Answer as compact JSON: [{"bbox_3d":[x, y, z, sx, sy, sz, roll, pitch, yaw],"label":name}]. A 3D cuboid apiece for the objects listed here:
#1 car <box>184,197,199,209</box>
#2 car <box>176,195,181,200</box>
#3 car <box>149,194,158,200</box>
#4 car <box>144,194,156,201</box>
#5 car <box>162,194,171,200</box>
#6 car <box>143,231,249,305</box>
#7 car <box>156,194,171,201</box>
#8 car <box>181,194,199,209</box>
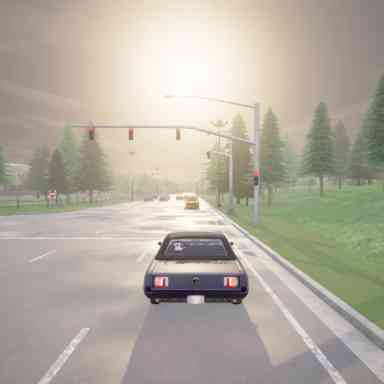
[{"bbox_3d":[-0.012,1.576,49.725,2.033,1.411,5.357,-1,1,1],"label":"car"},{"bbox_3d":[-3.378,1.552,91.183,1.994,1.385,4.181,0,0,0],"label":"car"},{"bbox_3d":[-10.379,1.332,90.779,1.837,1.490,4.892,0,0,0],"label":"car"},{"bbox_3d":[-10.393,1.531,80.359,2.033,1.411,5.357,0,0,0],"label":"car"},{"bbox_3d":[-6.879,1.372,90.774,2.033,1.411,5.357,0,0,0],"label":"car"},{"bbox_3d":[0.090,1.601,8.057,1.895,1.301,4.718,0,0,0],"label":"car"},{"bbox_3d":[-6.893,1.531,80.354,2.033,1.411,5.357,0,0,0],"label":"car"},{"bbox_3d":[-0.079,1.090,46.215,1.882,1.535,5.008,-3,17,-4],"label":"car"}]
